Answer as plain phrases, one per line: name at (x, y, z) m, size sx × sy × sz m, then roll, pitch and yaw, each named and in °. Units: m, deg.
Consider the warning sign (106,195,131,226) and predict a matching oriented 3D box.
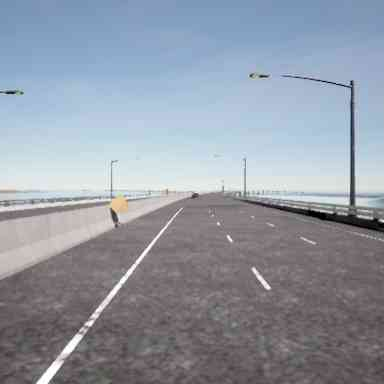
warning sign at (-4.478, 1.097, 20.457) m, size 1.300 × 1.860 × 1.060 m, roll 0°, pitch 0°, yaw 0°
